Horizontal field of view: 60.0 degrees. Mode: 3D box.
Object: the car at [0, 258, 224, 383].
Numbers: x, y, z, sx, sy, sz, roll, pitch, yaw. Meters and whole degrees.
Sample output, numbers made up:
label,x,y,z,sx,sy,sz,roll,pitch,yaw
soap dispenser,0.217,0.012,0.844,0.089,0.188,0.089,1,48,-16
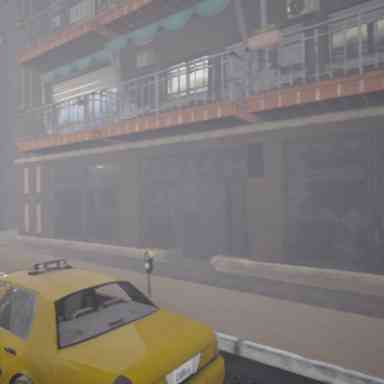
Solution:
label,x,y,z,sx,sy,sz,roll,pitch,yaw
car,-1.955,1.536,4.237,4.829,1.417,1.752,0,-1,35
